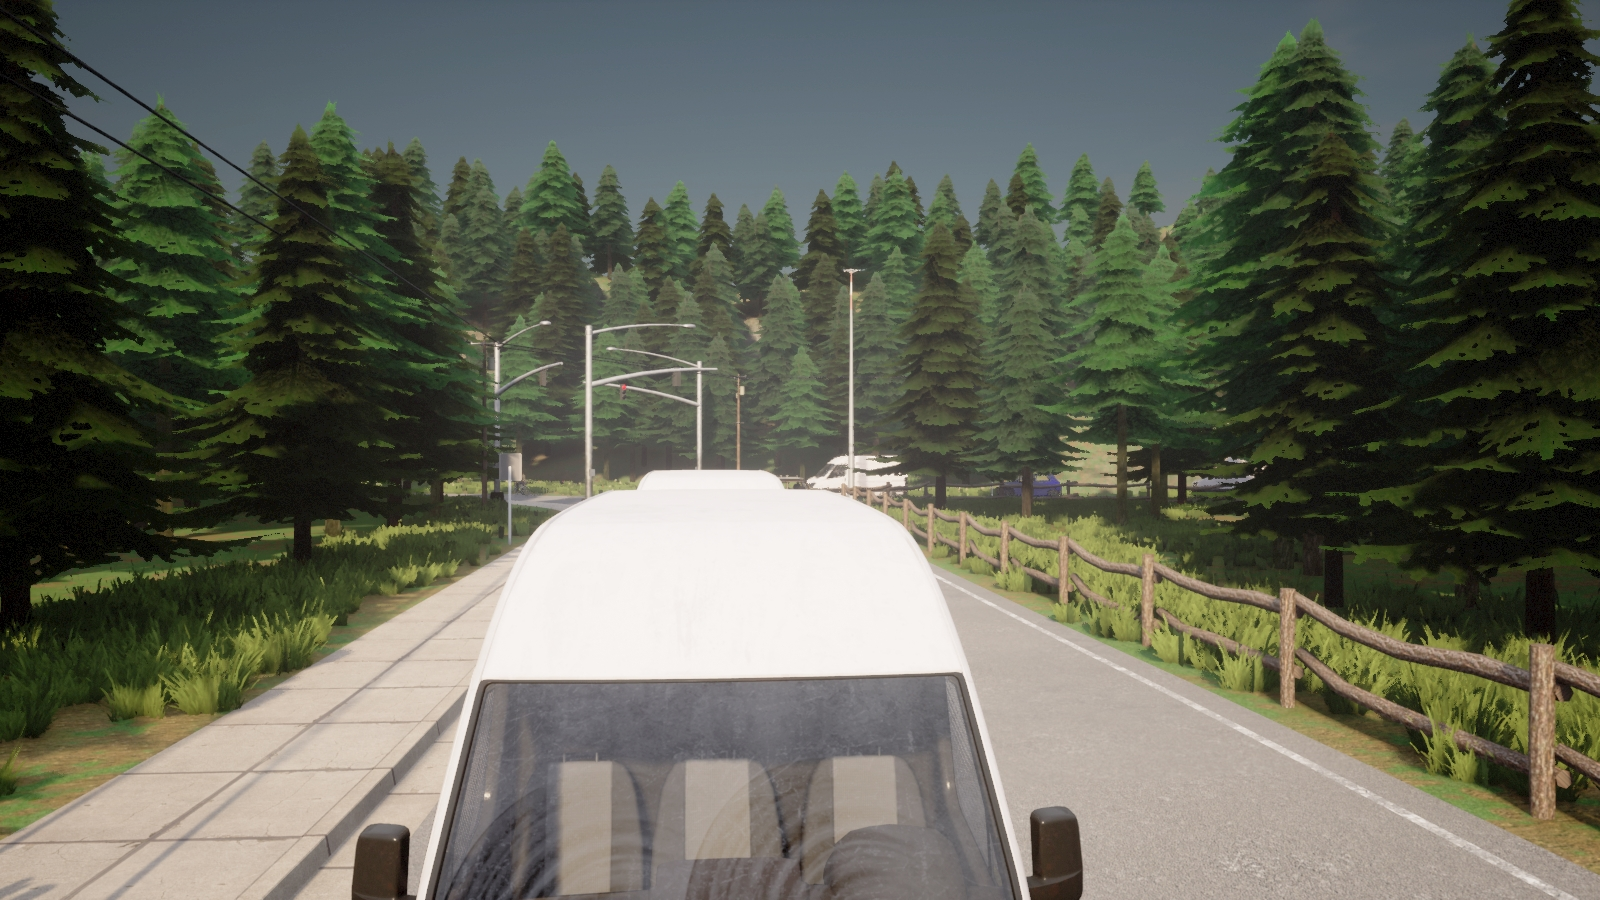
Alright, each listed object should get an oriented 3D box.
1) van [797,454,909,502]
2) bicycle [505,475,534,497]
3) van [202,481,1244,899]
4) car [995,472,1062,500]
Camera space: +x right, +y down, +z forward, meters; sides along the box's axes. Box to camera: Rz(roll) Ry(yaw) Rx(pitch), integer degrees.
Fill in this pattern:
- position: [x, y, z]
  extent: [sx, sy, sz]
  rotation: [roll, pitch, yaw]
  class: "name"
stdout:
- position: [2.973, 1.535, 63.759]
  extent: [5.915, 2.561, 1.988]
  rotation: [0, 0, -16]
  class: "van"
- position: [-16.746, 2.131, 68.271]
  extent: [1.487, 1.276, 0.859]
  rotation: [0, 0, 27]
  class: "bicycle"
- position: [-0.346, 1.500, 5.134]
  extent: [1.988, 2.561, 5.915]
  rotation: [0, 0, -5]
  class: "van"
- position: [13.002, 2.038, 65.152]
  extent: [3.633, 1.501, 1.845]
  rotation: [0, 0, 6]
  class: "car"
